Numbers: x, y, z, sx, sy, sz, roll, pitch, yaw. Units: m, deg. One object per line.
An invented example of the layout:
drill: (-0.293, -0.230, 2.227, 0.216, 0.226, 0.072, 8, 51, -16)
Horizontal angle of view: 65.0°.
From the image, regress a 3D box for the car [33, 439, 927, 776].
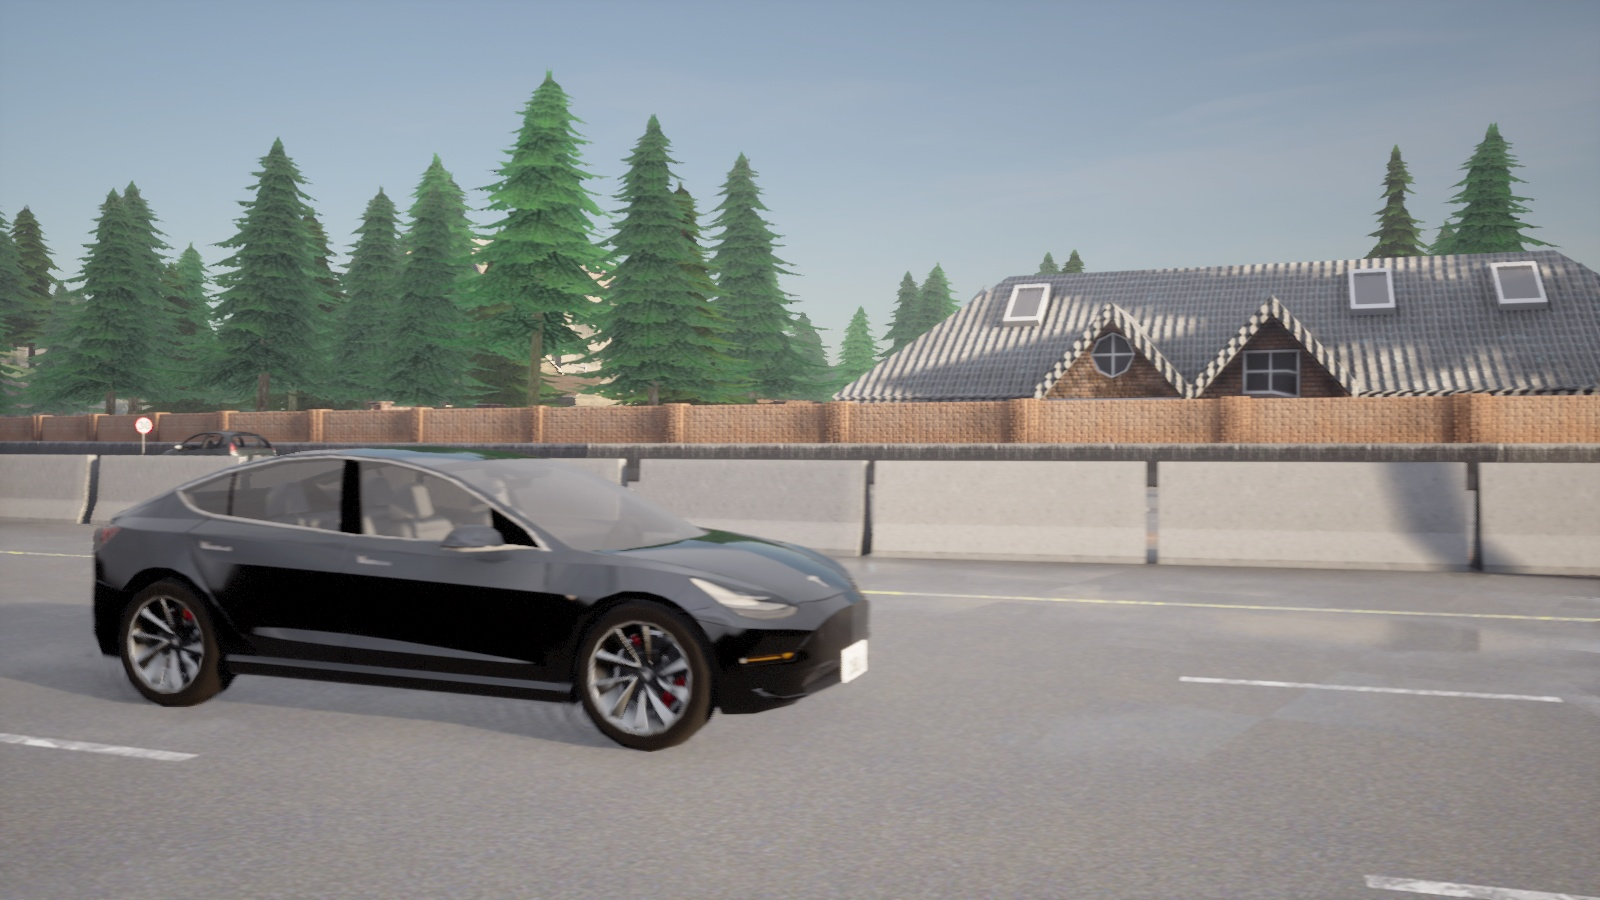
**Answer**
car: (-1.842, 0.701, 7.516, 4.792, 1.488, 2.163, 1, 1, 20)

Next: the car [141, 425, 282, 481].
car: (-17.738, 0.061, 37.824, 3.988, 1.617, 1.851, 1, 1, 29)
